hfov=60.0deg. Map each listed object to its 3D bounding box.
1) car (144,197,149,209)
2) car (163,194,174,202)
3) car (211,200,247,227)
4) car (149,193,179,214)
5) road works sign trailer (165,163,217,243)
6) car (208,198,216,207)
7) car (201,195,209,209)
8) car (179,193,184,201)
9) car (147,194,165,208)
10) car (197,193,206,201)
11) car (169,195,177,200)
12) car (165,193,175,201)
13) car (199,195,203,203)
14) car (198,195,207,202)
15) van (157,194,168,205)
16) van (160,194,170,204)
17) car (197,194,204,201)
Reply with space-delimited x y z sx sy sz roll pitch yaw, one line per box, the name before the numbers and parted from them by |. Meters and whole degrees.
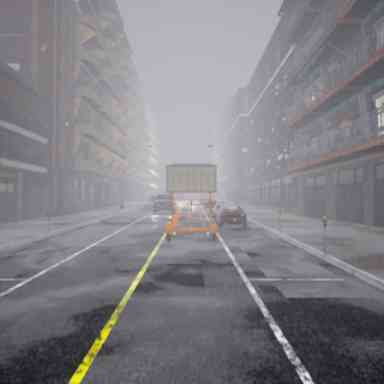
car | -5.359 1.487 44.168 1.752 1.417 4.829 2 0 0
car | -5.402 1.312 77.521 2.192 1.841 5.009 1 0 0
car | 2.553 1.511 22.164 1.887 1.381 4.507 1 0 0
car | -2.899 1.182 35.441 2.150 2.045 5.566 0 0 0
road works sign trailer | -0.032 0.438 15.839 2.380 3.560 2.880 0 0 0
car | 2.545 1.488 27.866 1.752 1.417 4.829 1 0 0
car | 2.521 1.506 44.286 1.887 1.381 4.507 1 0 0
car | -2.859 1.103 75.937 2.097 1.767 4.553 0 0 0
car | -5.361 1.278 49.870 2.192 1.841 5.009 2 0 0
car | 2.428 1.334 88.534 2.192 1.841 5.009 1 0 0
car | -5.433 1.600 94.113 1.947 1.339 4.313 1 0 0
car | -5.410 1.323 83.051 2.192 1.841 5.009 1 0 0
car | 2.512 1.513 49.818 2.008 1.369 4.403 1 0 0
car | 2.483 1.436 77.472 1.967 1.590 4.097 1 0 0
van | -5.378 1.311 60.928 1.690 1.788 3.998 2 0 0
van | -5.387 1.319 66.460 1.690 1.788 3.998 1 0 0
car | 2.489 1.522 66.410 1.887 1.381 4.507 1 0 0
